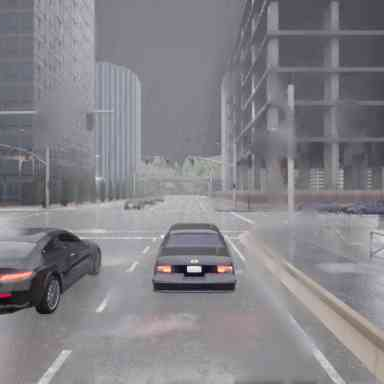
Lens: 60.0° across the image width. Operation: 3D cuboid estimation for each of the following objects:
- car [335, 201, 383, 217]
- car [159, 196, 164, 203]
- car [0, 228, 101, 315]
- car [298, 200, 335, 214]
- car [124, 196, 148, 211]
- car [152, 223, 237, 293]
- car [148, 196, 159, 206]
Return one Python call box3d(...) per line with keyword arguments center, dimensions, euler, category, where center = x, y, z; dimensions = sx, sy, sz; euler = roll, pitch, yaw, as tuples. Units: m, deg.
box3d(center=(16.385, 1.492, 30.286), dimensions=(5.357, 1.411, 2.033), euler=(0, 0, 0), category="car")
box3d(center=(-7.133, 1.552, 70.809), dimensions=(1.994, 1.385, 4.181), euler=(0, 0, 0), category="car")
box3d(center=(-3.454, 1.526, 7.459), dimensions=(1.812, 1.442, 4.674), euler=(0, 0, 0), category="car")
box3d(center=(12.982, 1.507, 33.767), dimensions=(4.181, 1.385, 1.994), euler=(0, 0, 0), category="car")
box3d(center=(-7.174, 1.491, 41.403), dimensions=(2.128, 1.511, 4.902), euler=(0, 0, 0), category="car")
box3d(center=(0.054, 1.547, 8.976), dimensions=(2.033, 1.411, 5.357), euler=(0, 0, 0), category="car")
box3d(center=(-7.190, 1.504, 56.229), dimensions=(1.837, 1.490, 4.892), euler=(0, 0, 0), category="car")
